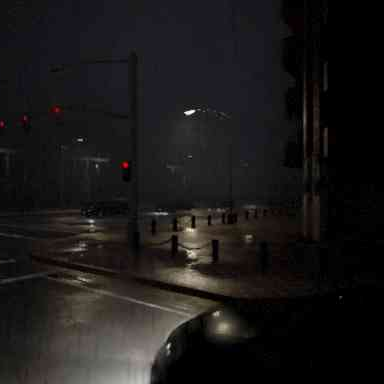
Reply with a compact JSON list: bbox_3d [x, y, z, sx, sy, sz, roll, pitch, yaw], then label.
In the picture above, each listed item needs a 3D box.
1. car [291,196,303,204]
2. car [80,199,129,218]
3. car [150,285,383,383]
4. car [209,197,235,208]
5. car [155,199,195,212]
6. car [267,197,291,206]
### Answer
[{"bbox_3d":[19.193,1.490,60.277,2.033,1.411,5.357,0,0,36],"label":"car"},{"bbox_3d":[-7.553,1.447,29.538,1.837,1.490,4.892,0,0,36],"label":"car"},{"bbox_3d":[1.639,1.564,2.823,4.181,1.385,1.994,0,0,36],"label":"car"},{"bbox_3d":[4.224,1.447,45.832,1.837,1.490,4.892,0,0,36],"label":"car"},{"bbox_3d":[-1.828,1.490,37.472,2.033,1.411,5.357,0,0,36],"label":"car"},{"bbox_3d":[13.368,1.507,52.198,1.994,1.385,4.181,0,0,36],"label":"car"}]
